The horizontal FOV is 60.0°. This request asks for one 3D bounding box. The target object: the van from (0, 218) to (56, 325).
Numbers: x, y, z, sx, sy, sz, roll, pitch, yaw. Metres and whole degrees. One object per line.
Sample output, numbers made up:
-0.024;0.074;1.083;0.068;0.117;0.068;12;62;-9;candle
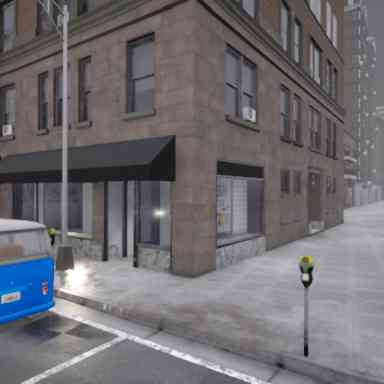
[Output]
-4.210;1.336;6.031;3.998;1.788;1.690;0;0;35;van
